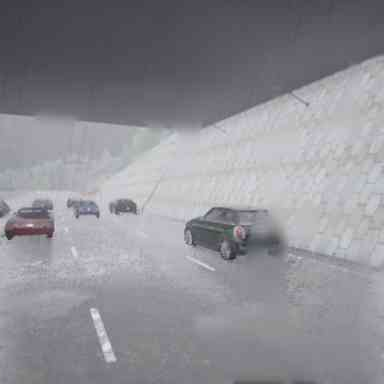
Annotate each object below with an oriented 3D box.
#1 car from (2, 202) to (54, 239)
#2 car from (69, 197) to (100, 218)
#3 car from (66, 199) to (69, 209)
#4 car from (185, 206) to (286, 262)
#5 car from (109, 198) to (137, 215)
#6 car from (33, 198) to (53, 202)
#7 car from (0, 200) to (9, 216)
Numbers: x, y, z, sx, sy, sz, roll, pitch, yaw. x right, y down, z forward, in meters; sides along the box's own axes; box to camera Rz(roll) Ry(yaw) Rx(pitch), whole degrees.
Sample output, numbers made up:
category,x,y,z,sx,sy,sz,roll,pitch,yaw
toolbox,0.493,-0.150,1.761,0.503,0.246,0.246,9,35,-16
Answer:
category,x,y,z,sx,sy,sz,roll,pitch,yaw
car,-8.004,1.441,16.683,1.994,1.385,4.181,0,0,-23
car,-8.880,1.370,27.816,2.033,1.411,5.357,0,0,-23
car,-14.564,1.328,41.359,1.895,1.301,4.718,0,0,-23
car,1.383,1.306,12.394,2.097,1.767,4.553,0,0,-23
car,-6.579,1.298,31.379,1.882,1.535,5.008,0,0,-23
car,-15.412,1.317,34.337,1.994,1.385,4.181,0,0,-23
car,-16.471,1.323,27.812,2.033,1.411,5.357,0,0,-23
